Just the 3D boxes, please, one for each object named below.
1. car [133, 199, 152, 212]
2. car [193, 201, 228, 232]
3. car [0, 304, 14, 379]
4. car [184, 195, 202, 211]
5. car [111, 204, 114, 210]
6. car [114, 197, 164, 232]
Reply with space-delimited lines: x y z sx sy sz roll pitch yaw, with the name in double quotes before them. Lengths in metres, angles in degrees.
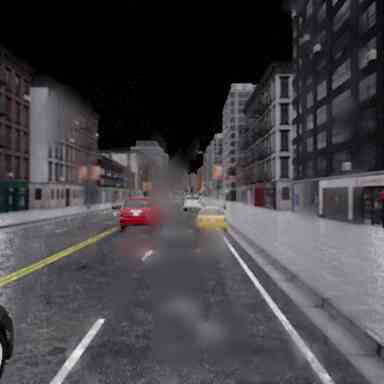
"car" -6.533 1.755 44.328 1.837 1.490 4.892 0 0 0
"car" 1.164 1.581 21.063 1.801 1.575 5.366 0 0 0
"car" -3.147 1.520 2.229 1.837 1.490 4.892 0 0 0
"car" 0.106 1.476 44.963 2.150 2.045 5.566 0 0 1
"car" -9.780 1.823 45.930 1.994 1.385 4.181 0 0 0
"car" -3.111 1.348 21.326 2.150 2.045 5.566 0 0 0
